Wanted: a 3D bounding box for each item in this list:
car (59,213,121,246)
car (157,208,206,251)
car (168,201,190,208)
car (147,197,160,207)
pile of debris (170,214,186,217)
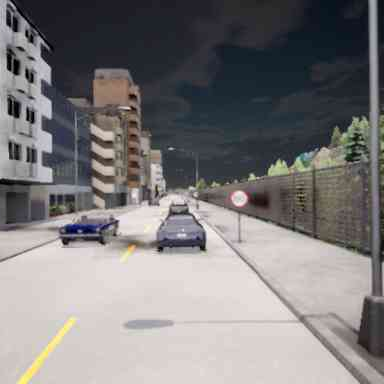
[{"bbox_3d":[-4.744,1.701,16.030,1.895,1.301,4.718,-1,0,-3],"label":"car"},{"bbox_3d":[-0.475,1.601,14.431,1.994,1.385,4.181,-1,0,-2],"label":"car"},{"bbox_3d":[-1.254,1.576,32.103,2.128,1.511,4.902,-1,0,-3],"label":"car"},{"bbox_3d":[-6.501,1.717,56.864,1.837,1.490,4.892,-1,0,-2],"label":"car"},{"bbox_3d":[-1.339,2.261,32.048,1.500,0.140,1.860,-1,0,-3],"label":"pile of debris"}]
